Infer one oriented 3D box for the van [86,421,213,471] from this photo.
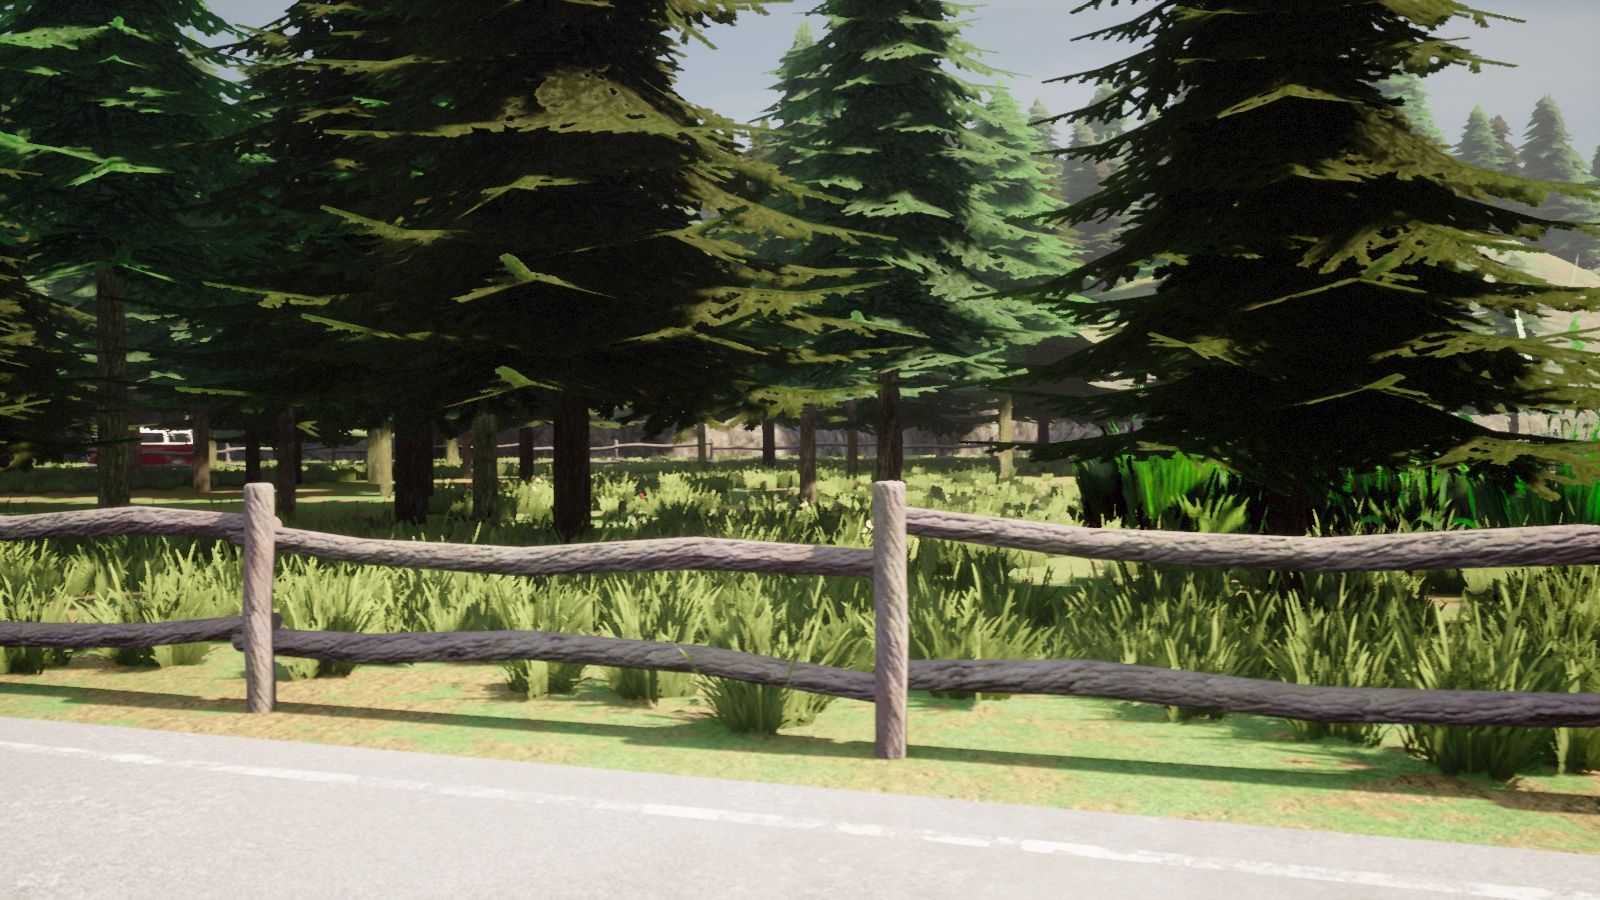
[{"bbox_3d":[-27.400,-0.171,53.043,4.480,2.038,2.069,0,1,-18],"label":"van"}]
